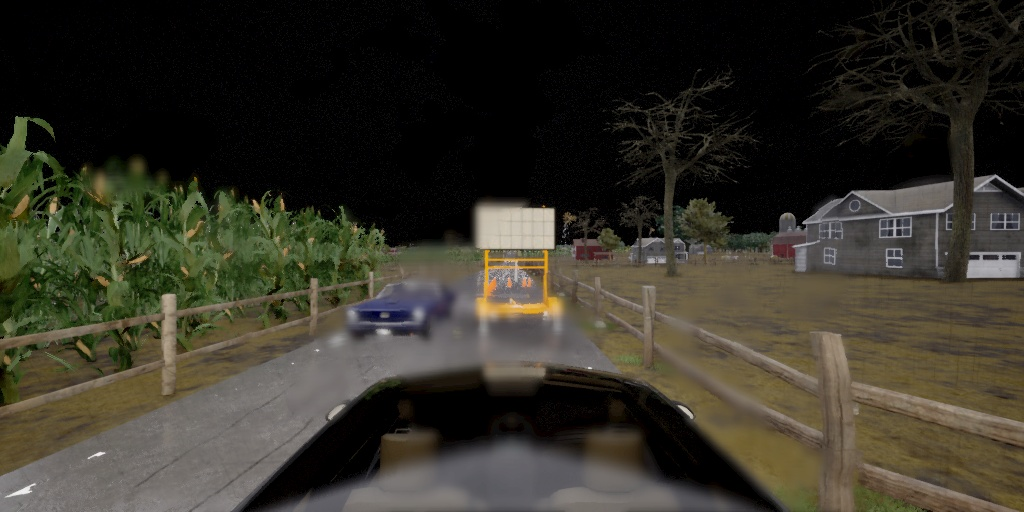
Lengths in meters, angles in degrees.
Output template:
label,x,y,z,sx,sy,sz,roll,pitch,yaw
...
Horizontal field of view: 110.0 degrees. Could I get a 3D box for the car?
label,x,y,z,sx,sy,sz,roll,pitch,yaw
car,-2.748,1.361,9.970,1.895,1.301,4.718,0,0,0

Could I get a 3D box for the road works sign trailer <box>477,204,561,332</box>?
label,x,y,z,sx,sy,sz,roll,pitch,yaw
road works sign trailer,0.121,0.227,11.037,2.380,3.560,2.880,0,0,-5
